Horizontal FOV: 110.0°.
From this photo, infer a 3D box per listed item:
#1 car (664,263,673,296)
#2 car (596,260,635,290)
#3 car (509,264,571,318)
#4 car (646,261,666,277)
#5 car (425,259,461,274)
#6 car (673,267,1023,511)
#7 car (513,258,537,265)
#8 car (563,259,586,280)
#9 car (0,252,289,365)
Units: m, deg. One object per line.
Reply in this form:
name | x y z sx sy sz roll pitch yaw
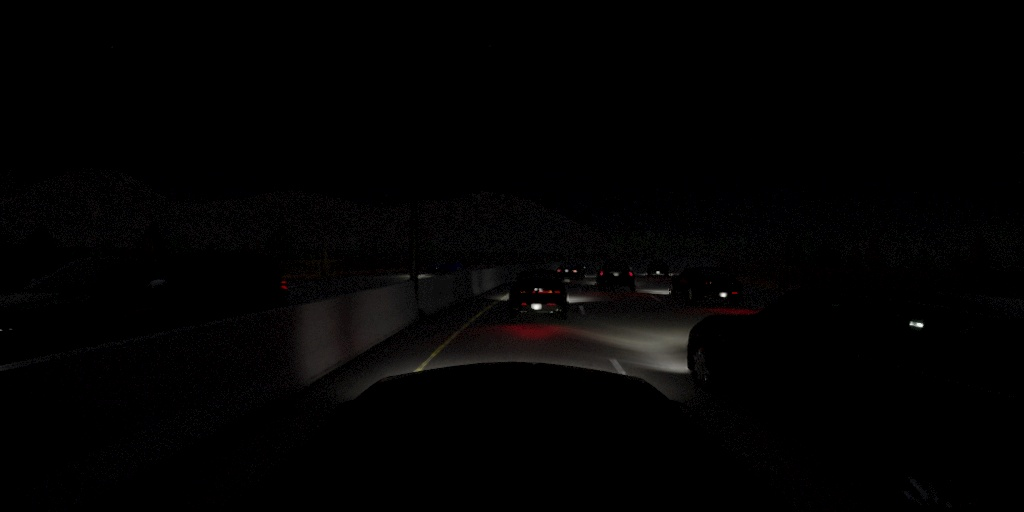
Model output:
car | 8.623 1.243 16.279 1.837 1.490 4.892 0 0 10
car | 6.345 1.062 22.218 2.097 1.767 4.553 0 0 13
car | 1.017 1.224 12.888 1.837 1.490 4.892 0 0 7
car | 14.036 1.207 34.419 1.837 1.490 4.892 0 0 23
car | -7.234 1.085 38.145 1.882 1.535 5.008 0 0 21
car | 3.783 1.110 3.841 2.097 1.767 4.553 0 0 2
car | 1.806 1.098 49.773 2.128 1.511 4.902 0 0 28
car | 5.156 1.226 30.888 2.033 1.411 5.357 0 0 19
car | -6.818 0.929 6.732 2.150 2.045 5.566 0 0 4
